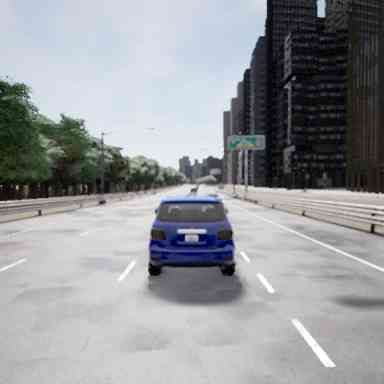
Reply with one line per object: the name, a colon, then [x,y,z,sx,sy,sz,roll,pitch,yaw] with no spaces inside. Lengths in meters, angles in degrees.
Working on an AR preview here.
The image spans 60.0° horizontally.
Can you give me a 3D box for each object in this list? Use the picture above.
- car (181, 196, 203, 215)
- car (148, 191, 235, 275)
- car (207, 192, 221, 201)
car: [-0.019,1.178,29.812,1.812,1.442,4.674,0,1,0]
car: [-0.009,1.106,10.195,2.150,2.045,5.566,0,1,0]
car: [3.700,0.760,57.723,2.128,1.511,4.902,0,1,0]
